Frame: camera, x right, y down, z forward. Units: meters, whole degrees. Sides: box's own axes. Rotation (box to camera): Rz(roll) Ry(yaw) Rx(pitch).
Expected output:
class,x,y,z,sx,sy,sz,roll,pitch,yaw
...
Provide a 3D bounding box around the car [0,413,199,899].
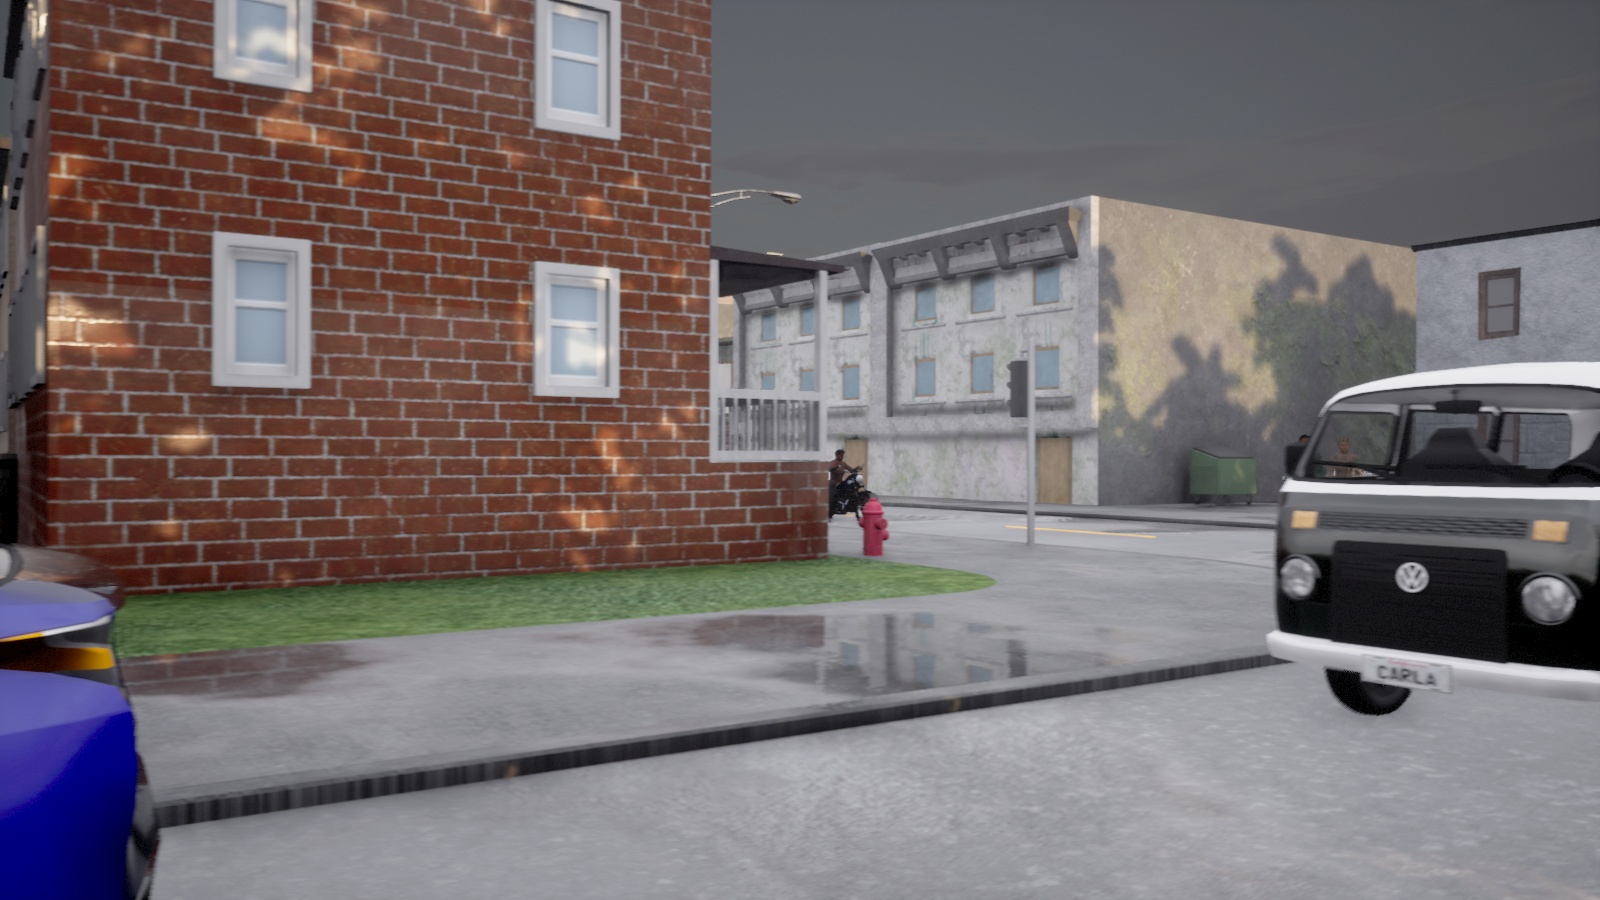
class,x,y,z,sx,sy,sz,roll,pitch,yaw
car,-3.534,0.700,1.886,4.514,1.525,2.007,0,0,-33

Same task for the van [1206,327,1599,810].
class,x,y,z,sx,sy,sz,roll,pitch,yaw
van,4.618,0.483,7.347,4.480,2.038,2.069,-1,0,-37

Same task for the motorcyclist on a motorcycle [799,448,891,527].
class,x,y,z,sx,sy,sz,roll,pitch,yaw
motorcyclist on a motorcycle,0.946,0.783,27.315,0.766,1.649,2.350,0,0,-34
